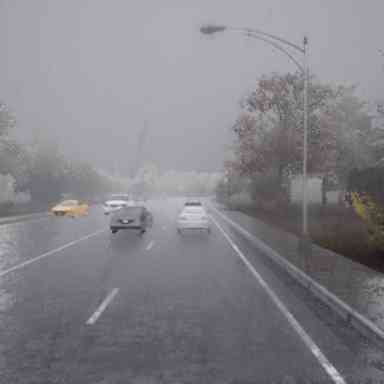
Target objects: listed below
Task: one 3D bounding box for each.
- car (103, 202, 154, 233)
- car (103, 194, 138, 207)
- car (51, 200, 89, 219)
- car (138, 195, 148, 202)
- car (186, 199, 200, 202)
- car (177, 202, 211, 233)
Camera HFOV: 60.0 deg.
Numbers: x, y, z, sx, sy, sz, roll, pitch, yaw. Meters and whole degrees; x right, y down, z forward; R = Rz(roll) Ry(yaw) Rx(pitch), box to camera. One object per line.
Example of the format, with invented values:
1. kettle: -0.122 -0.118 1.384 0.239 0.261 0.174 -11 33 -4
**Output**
1. car: -3.391 1.546 19.462 2.033 1.411 5.357 0 0 0
2. car: -7.077 1.218 32.824 2.150 2.045 5.566 0 0 0
3. car: -10.581 1.475 29.048 1.882 1.535 5.008 0 0 0
4. car: -10.413 1.454 69.453 2.128 1.511 4.902 0 0 0
5. car: 0.117 1.475 37.187 1.882 1.535 5.008 0 0 0
6. car: 0.111 1.524 19.342 1.812 1.442 4.674 0 0 0
